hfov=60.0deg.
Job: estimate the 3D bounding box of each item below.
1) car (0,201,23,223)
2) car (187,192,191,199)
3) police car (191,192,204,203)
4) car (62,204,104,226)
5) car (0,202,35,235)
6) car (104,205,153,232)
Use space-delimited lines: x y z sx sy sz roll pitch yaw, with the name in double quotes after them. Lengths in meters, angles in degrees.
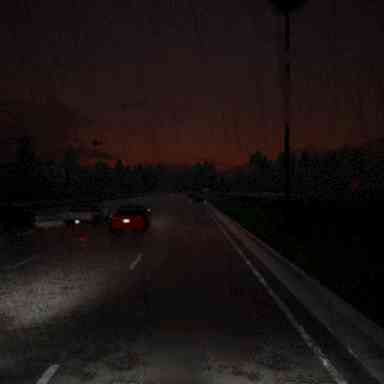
-13.914 1.401 23.314 1.812 1.442 4.674 0 0 0 "car"
-0.001 0.909 80.719 1.837 1.490 4.892 0 0 0 "car"
1.224 1.103 60.398 1.930 1.638 5.238 0 0 0 "police car"
-6.900 1.482 22.198 1.895 1.301 4.718 0 0 0 "car"
-10.400 1.380 18.139 1.882 1.535 5.008 0 0 0 "car"
-3.399 1.461 19.215 1.994 1.385 4.181 0 0 0 "car"
